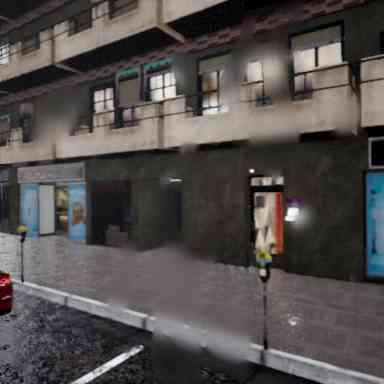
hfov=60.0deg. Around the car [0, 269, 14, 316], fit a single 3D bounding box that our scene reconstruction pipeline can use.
[{"bbox_3d":[-4.819,1.533,5.886,4.206,1.307,1.802,0,0,33],"label":"car"}]
